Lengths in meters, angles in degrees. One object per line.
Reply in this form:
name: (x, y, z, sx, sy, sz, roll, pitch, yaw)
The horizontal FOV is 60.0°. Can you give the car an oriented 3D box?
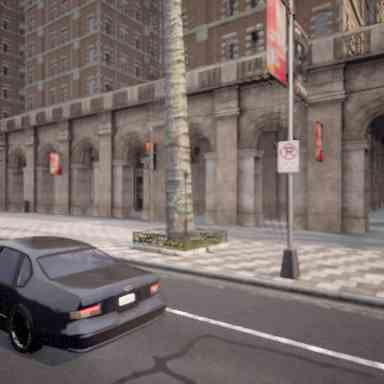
car: (-2.951, 1.547, 6.101, 5.357, 1.411, 2.033, 0, 0, 36)
